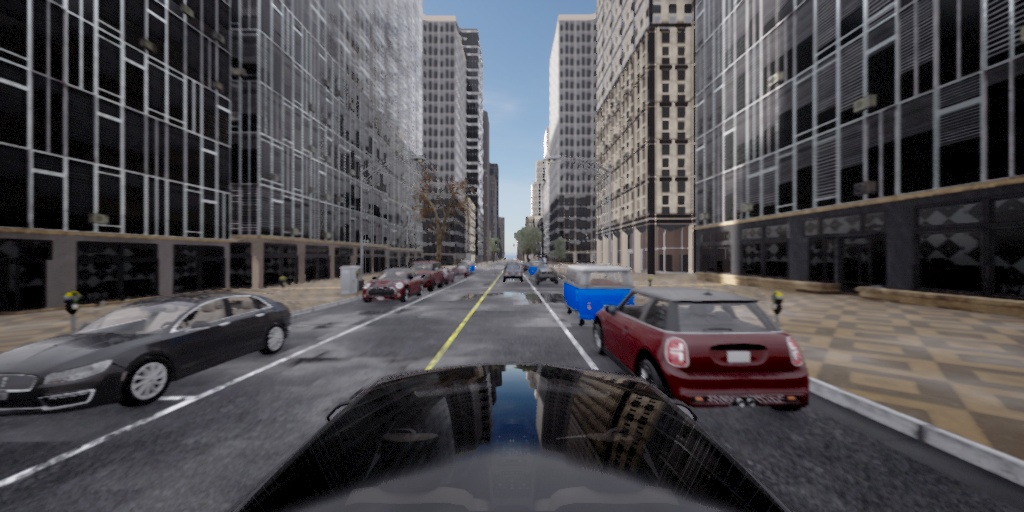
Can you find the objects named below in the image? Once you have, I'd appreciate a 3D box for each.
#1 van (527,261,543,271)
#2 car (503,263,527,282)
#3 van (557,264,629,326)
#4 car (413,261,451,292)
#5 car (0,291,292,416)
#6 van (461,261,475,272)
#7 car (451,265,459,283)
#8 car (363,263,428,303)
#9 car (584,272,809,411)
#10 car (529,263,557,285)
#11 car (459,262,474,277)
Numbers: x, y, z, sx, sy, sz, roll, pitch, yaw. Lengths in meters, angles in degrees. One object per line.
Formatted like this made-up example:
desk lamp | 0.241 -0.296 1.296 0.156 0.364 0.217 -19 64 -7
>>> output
van | 2.693 1.437 40.272 1.690 1.789 3.998 0 0 0
car | 0.104 1.579 33.087 2.033 1.411 5.357 0 -1 1
van | 2.690 1.182 11.853 1.690 1.789 3.998 0 0 0
car | -5.689 1.259 23.222 2.192 1.841 5.009 0 0 0
car | -5.692 1.341 6.171 2.007 1.370 4.403 0 0 0
van | -5.686 1.488 45.956 1.690 1.789 3.998 0 0 0
car | -5.689 1.578 28.905 1.802 1.307 4.207 0 0 0
car | -5.690 1.333 17.538 1.967 1.591 4.097 0 0 0
car | 2.689 1.230 6.170 1.967 1.591 4.097 0 0 0
car | 2.692 1.545 28.904 2.007 1.370 4.403 0 0 0
car | -5.687 1.679 40.273 1.802 1.307 4.207 0 0 0
